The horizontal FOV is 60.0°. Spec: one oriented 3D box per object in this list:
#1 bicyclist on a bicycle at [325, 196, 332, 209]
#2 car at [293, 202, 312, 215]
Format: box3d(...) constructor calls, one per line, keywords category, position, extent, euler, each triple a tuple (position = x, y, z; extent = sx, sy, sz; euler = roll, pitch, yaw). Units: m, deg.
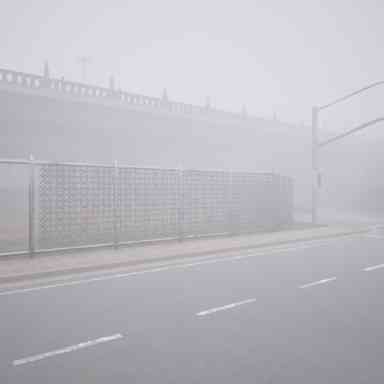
box3d(category="bicyclist on a bicycle", position=(17.735, 1.356, 43.290), extent=(1.656, 1.620, 0.582), euler=(0, 0, -36))
box3d(category="car", position=(10.442, 1.656, 34.611), extent=(1.895, 1.301, 4.718), euler=(0, 0, -36))
